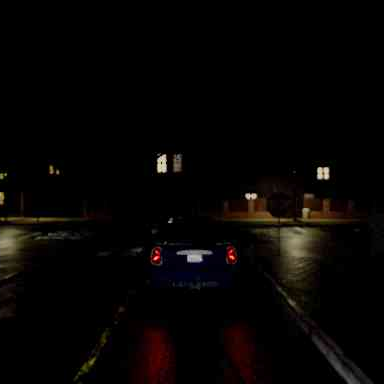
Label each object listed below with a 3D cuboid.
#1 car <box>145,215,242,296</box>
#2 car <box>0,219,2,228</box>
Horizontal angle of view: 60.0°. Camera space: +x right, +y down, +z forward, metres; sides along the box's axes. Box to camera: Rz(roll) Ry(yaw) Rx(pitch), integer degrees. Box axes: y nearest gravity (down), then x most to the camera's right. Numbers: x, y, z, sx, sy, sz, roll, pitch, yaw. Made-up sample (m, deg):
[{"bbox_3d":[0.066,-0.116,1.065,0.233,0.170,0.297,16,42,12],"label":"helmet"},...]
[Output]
[{"bbox_3d":[-0.059,1.415,9.030,2.097,1.767,4.553,0,0,-3],"label":"car"},{"bbox_3d":[-13.497,1.382,18.145,5.566,2.045,2.150,0,1,2],"label":"car"}]
